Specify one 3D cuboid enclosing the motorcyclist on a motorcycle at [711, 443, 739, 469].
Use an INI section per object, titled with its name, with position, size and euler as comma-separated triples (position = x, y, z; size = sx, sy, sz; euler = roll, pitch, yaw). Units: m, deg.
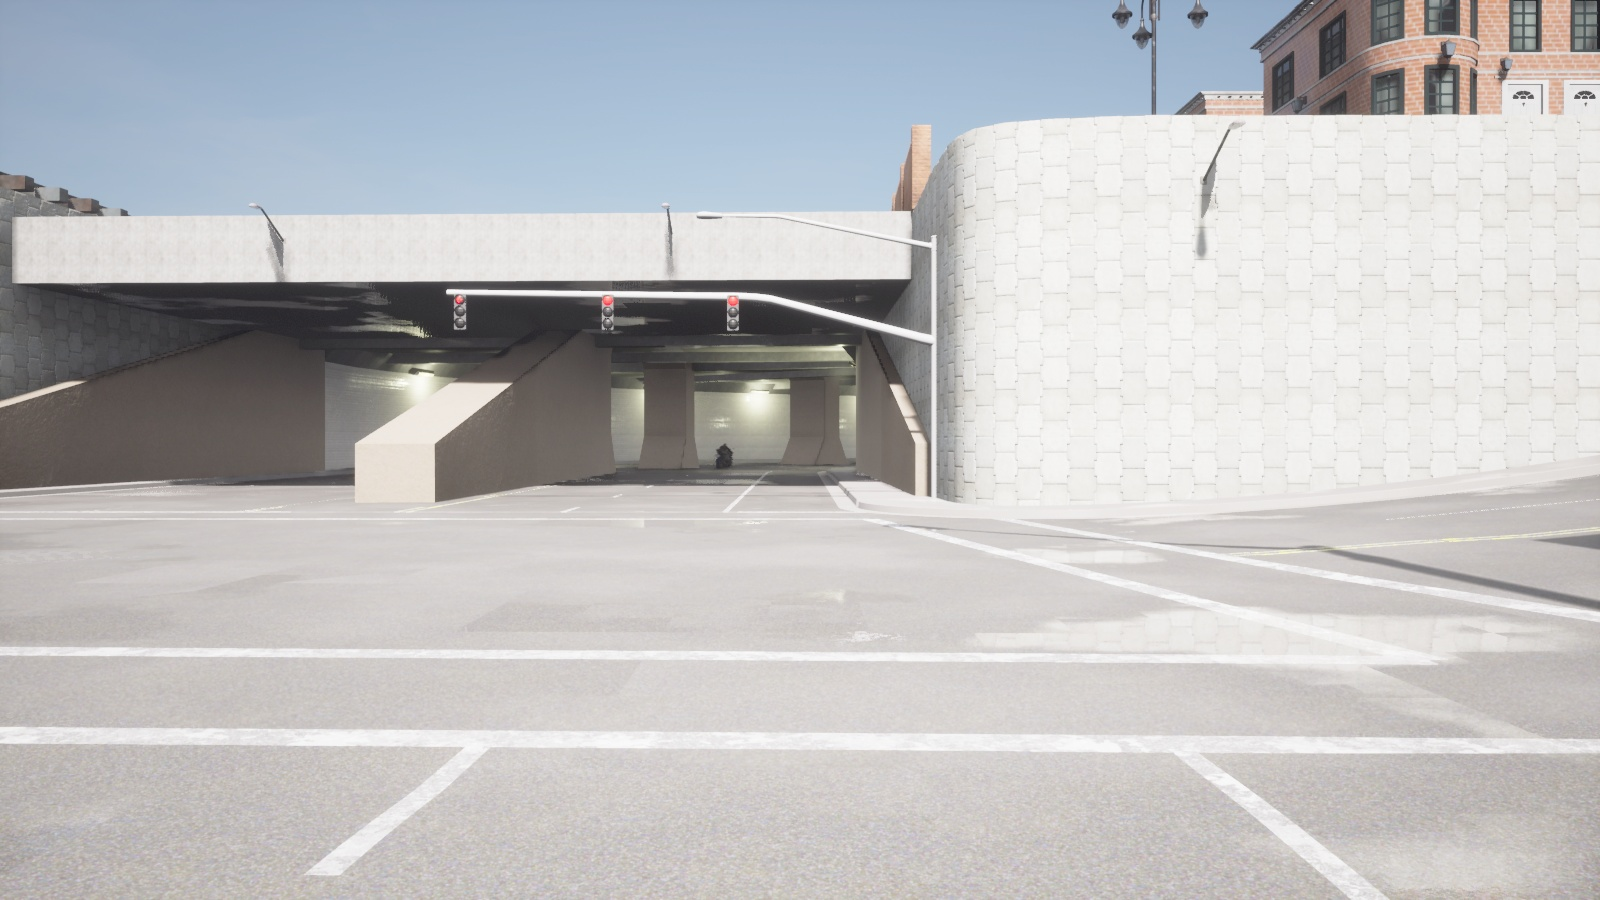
[motorcyclist on a motorcycle]
position = -4.462, 0.356, 74.753
size = 0.866, 1.530, 2.191
euler = 1, 0, 20
